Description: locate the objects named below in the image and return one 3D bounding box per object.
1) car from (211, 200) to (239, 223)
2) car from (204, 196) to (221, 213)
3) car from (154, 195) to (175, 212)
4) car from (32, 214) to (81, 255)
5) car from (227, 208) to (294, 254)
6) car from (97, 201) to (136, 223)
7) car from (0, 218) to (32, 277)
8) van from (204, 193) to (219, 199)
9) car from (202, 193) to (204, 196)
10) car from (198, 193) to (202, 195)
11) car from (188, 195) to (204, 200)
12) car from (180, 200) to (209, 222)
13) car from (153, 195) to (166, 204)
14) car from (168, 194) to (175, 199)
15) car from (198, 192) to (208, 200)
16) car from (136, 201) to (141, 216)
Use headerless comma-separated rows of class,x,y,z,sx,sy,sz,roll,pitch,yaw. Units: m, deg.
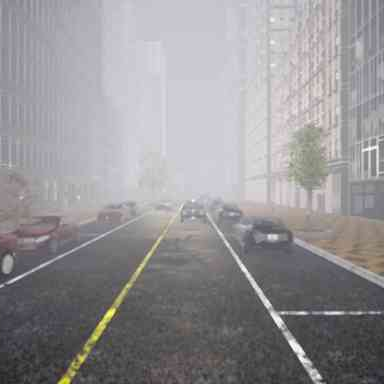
car,2.691,1.503,24.548,1.947,1.339,4.313,0,0,0
car,2.691,1.470,35.932,1.947,1.339,4.313,0,0,0
car,-3.098,1.444,38.221,2.033,1.411,5.357,0,0,0
car,-5.689,1.549,13.171,1.802,1.307,4.206,0,0,0
car,2.692,1.533,13.164,1.947,1.339,4.313,0,0,0
car,-5.689,1.482,24.556,1.887,1.381,4.507,0,0,0
car,-5.688,1.527,7.478,1.887,1.381,4.507,0,0,0
van,2.691,1.228,41.626,1.690,1.788,3.998,0,0,0
car,2.691,1.308,47.317,1.967,1.590,4.097,0,0,0
car,2.691,1.101,70.085,2.192,1.841,5.009,0,0,0
car,0.098,1.451,41.523,1.994,1.385,4.181,0,0,0
car,0.099,1.535,25.692,1.895,1.301,4.718,0,0,0
car,-5.691,1.354,58.541,1.752,1.417,4.829,0,0,0
car,-5.693,1.262,92.867,1.947,1.339,4.313,0,0,0
car,2.690,1.057,81.470,2.192,1.841,5.009,0,0,0
car,-5.690,1.487,30.249,1.947,1.339,4.313,0,0,0
